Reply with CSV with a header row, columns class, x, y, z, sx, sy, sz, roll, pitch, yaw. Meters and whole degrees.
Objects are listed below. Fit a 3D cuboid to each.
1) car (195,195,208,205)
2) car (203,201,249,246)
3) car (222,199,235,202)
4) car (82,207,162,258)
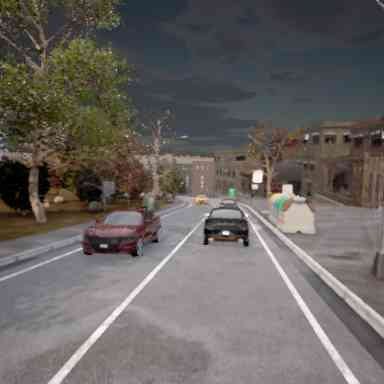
class,x,y,z,sx,sy,sz,roll,pitch,yaw
car,1.554,1.242,54.110,1.882,1.535,5.008,0,0,1
car,1.587,1.435,15.378,1.882,1.535,5.008,1,0,6
car,3.643,1.418,33.341,1.812,1.442,4.674,1,0,7
car,-2.451,1.385,12.745,1.882,1.535,5.008,1,0,6
